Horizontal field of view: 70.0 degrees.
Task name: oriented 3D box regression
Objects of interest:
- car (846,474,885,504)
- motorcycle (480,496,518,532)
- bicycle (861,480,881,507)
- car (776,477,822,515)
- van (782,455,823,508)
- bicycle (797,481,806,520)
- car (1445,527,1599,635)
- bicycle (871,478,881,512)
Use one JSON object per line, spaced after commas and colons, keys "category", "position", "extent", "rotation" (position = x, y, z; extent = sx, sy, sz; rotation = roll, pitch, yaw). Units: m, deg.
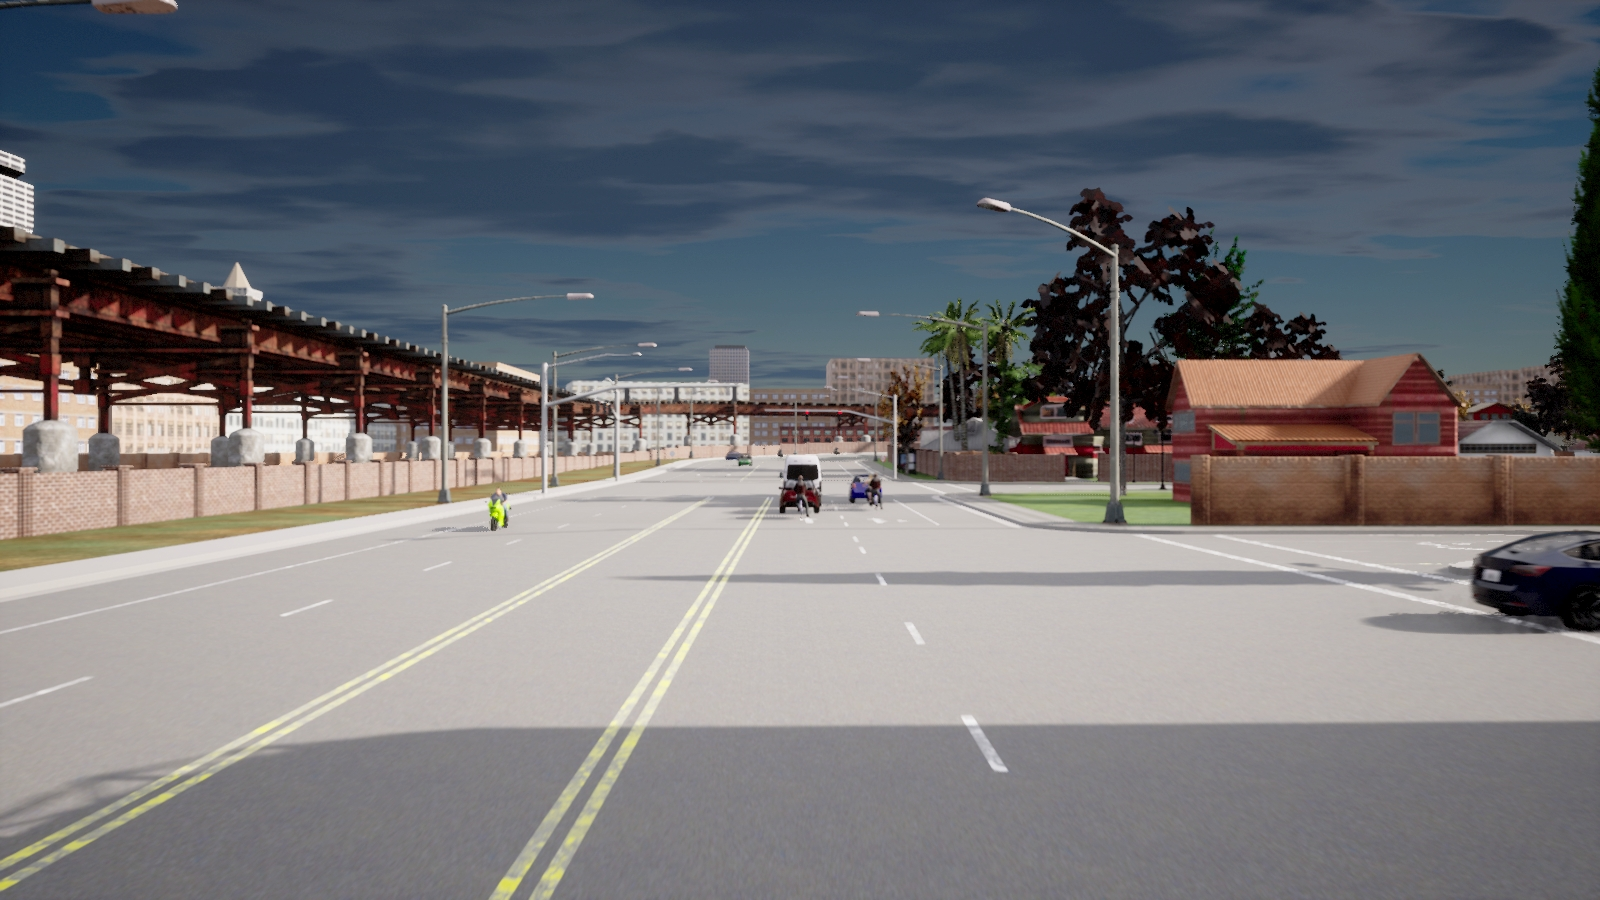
{"category": "car", "position": [3.487, 2.061, 61.379], "extent": [1.845, 1.501, 3.633], "rotation": [0, 0, 0]}
{"category": "motorcycle", "position": [-10.481, 2.228, 39.868], "extent": [0.803, 1.145, 2.033], "rotation": [0, 0, 0]}
{"category": "bicycle", "position": [3.518, 2.167, 56.784], "extent": [0.859, 1.301, 1.487], "rotation": [0, 0, -1]}
{"category": "car", "position": [-0.020, 2.060, 52.078], "extent": [2.007, 1.525, 4.514], "rotation": [0, 0, 0]}
{"category": "van", "position": [0.088, 1.557, 59.058], "extent": [1.988, 2.561, 5.915], "rotation": [0, 0, -1]}
{"category": "bicycle", "position": [0.067, 2.063, 46.872], "extent": [0.329, 1.496, 1.835], "rotation": [-1, 0, 0]}
{"category": "car", "position": [13.445, 2.070, 18.513], "extent": [4.792, 1.488, 2.163], "rotation": [0, 0, -2]}
{"category": "bicycle", "position": [3.527, 2.068, 53.155], "extent": [0.329, 1.496, 1.835], "rotation": [0, 0, 0]}
